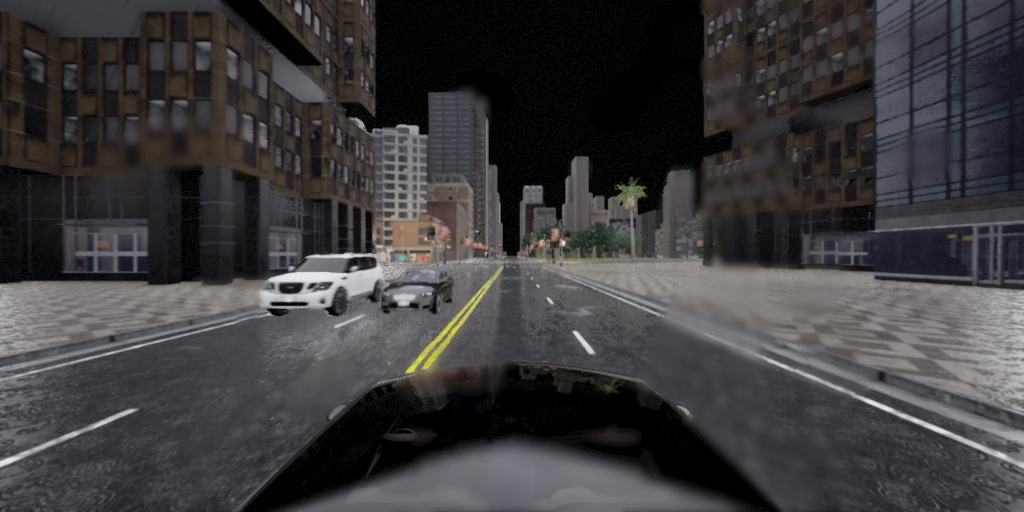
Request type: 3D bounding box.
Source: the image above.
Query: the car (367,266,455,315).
[{"bbox_3d":[-3.335,1.188,13.490,2.128,1.511,4.902,0,0,0],"label":"car"}]

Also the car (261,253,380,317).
[{"bbox_3d":[-6.586,0.916,13.325,2.150,2.045,5.566,0,0,0],"label":"car"}]
